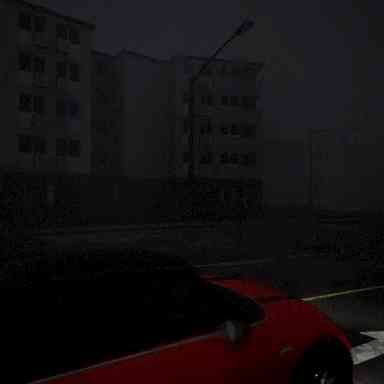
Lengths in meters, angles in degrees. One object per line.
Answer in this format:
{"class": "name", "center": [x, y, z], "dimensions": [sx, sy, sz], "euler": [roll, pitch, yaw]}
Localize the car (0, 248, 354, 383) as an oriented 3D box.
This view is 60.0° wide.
{"class": "car", "center": [-0.550, 1.351, 3.110], "dimensions": [4.553, 1.767, 2.097], "euler": [0, 0, -33]}
